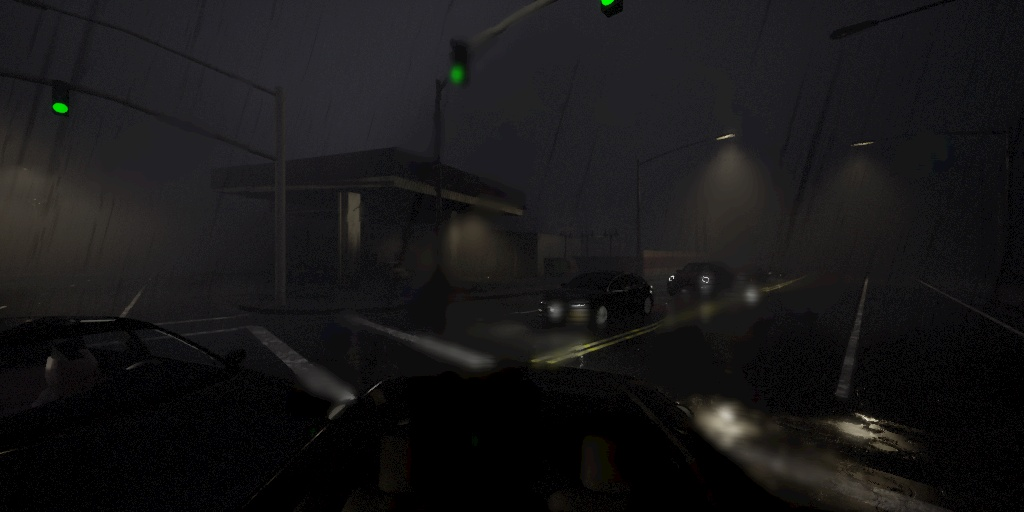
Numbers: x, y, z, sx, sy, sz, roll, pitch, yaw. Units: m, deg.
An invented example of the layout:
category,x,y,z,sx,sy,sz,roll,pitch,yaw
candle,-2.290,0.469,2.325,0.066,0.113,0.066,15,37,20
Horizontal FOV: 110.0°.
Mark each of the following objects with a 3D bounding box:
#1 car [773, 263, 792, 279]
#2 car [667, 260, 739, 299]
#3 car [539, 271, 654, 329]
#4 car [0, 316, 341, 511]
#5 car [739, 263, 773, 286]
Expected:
category,x,y,z,sx,sy,sz,roll,pitch,yaw
car,23.784,1.314,32.344,4.181,1.385,1.994,0,0,-45
car,9.722,1.102,18.382,4.553,1.767,2.097,0,0,-45
car,2.883,1.255,11.538,1.837,1.490,4.892,0,0,45
car,-3.420,1.242,2.520,4.902,1.511,2.128,0,0,15
car,16.650,1.314,25.292,1.994,1.385,4.181,0,0,44
